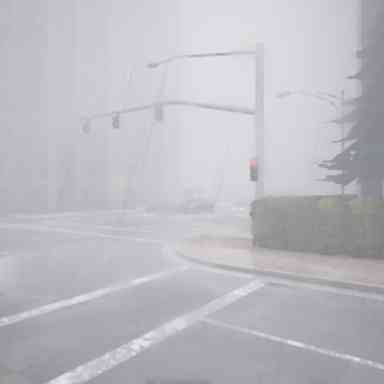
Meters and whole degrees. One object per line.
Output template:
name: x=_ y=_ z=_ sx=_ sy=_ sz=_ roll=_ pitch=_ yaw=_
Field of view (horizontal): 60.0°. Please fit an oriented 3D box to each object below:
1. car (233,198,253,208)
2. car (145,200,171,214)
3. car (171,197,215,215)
car: x=7.683 y=1.585 z=48.848 sx=1.994 sy=1.385 sz=4.181 roll=0 pitch=0 yaw=36
car: x=-2.909 y=1.540 z=34.402 sx=1.994 sy=1.385 sz=4.181 roll=0 pitch=0 yaw=36
car: x=0.418 y=1.333 z=33.028 sx=2.097 sy=1.767 sz=4.553 roll=0 pitch=0 yaw=36
